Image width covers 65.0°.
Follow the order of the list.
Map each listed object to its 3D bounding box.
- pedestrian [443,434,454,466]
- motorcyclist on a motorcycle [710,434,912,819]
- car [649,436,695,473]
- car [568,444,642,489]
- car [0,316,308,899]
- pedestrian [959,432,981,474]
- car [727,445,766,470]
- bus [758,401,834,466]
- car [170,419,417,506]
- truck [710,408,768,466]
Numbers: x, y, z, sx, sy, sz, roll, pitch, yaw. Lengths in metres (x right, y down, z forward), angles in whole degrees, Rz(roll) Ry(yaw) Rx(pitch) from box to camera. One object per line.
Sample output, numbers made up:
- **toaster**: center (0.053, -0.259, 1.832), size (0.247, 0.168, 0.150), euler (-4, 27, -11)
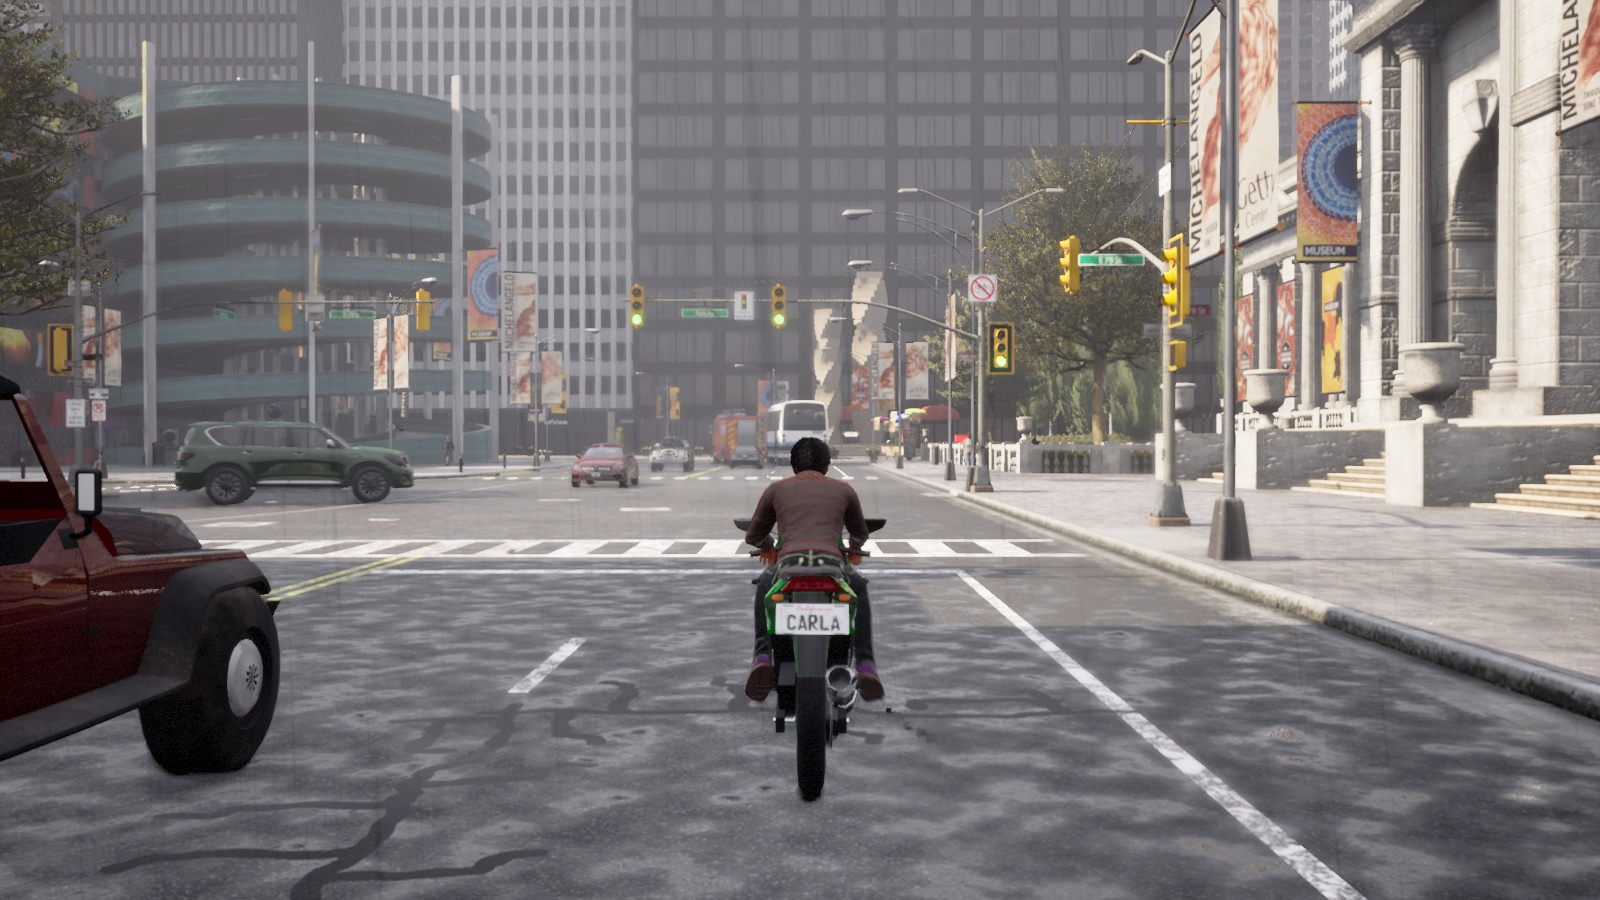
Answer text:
- **pedestrian**: center (-20.123, 0.005, 71.873), size (0.402, 1.842, 0.726), euler (0, 0, -2)
- **motorcyclist on a motorcycle**: center (0.049, 0.696, 5.983), size (0.797, 1.523, 2.044), euler (0, 0, 0)
- **car**: center (-6.618, 0.210, 65.515), size (1.932, 1.855, 4.605), euler (0, 0, 0)
- **car**: center (-6.735, 0.534, 43.823), size (1.812, 1.442, 4.674), euler (0, 1, 0)
- **car**: center (-3.459, 0.516, 4.436), size (1.905, 1.878, 3.866), euler (0, 0, 0)
- **pedestrian**: center (7.571, 0.111, 56.078), size (0.874, 1.855, 0.900), euler (0, 0, 1)
- **car**: center (-3.108, 0.399, 73.845), size (2.033, 1.411, 5.357), euler (0, 0, 0)
- **bus**: center (-0.430, -1.093, 87.037), size (3.944, 4.253, 10.273), euler (0, 0, -8)
- **car**: center (-12.545, 0.287, 31.520), size (5.566, 2.045, 2.150), euler (0, 0, -18)
- **truck**: center (-4.414, -0.893, 88.701), size (2.891, 3.827, 8.468), euler (0, 0, -11)
